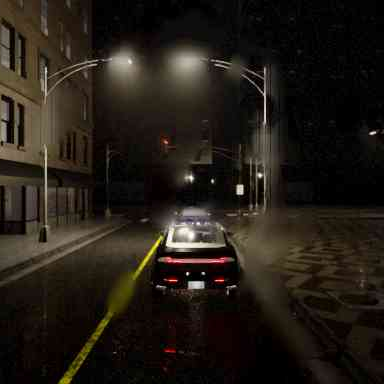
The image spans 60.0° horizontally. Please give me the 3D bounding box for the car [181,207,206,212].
[{"bbox_3d":[0.088,1.547,18.644,2.033,1.411,5.357,0,0,-2],"label":"car"}]

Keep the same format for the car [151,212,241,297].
[{"bbox_3d":[0.085,1.492,8.532,2.128,1.511,4.902,0,0,0],"label":"car"}]
